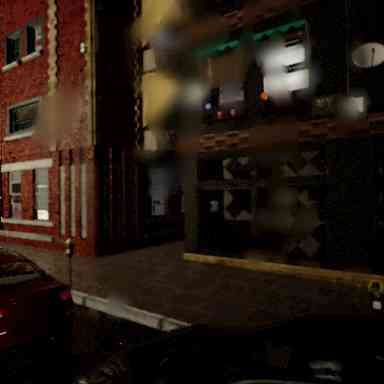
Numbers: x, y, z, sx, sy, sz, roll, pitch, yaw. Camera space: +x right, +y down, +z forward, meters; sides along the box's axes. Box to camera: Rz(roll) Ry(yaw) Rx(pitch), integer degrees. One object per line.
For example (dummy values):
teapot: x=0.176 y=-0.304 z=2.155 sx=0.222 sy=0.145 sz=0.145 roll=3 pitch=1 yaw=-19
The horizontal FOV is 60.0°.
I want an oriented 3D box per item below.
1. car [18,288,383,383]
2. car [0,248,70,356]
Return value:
car: x=0.968 y=1.566 z=2.158 sx=4.313 sy=1.339 sz=1.947 roll=0 pitch=-1 yaw=35
car: x=-3.639 y=1.578 z=5.440 sx=4.206 sy=1.307 sz=1.802 roll=0 pitch=-1 yaw=35
